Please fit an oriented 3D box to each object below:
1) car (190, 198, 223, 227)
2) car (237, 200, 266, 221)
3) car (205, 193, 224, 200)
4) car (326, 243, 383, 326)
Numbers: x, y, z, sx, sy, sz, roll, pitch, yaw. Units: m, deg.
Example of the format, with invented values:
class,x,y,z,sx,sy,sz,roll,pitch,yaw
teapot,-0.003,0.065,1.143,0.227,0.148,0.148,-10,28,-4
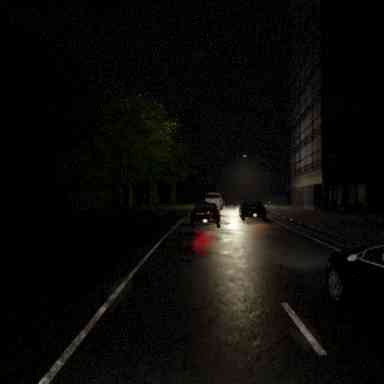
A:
class,x,y,z,sx,sy,sz,roll,pitch,yaw
car,0.937,1.425,22.062,1.837,1.490,4.892,0,1,4
car,4.778,1.418,26.580,1.837,1.490,4.892,0,0,5
car,2.709,1.168,40.710,2.150,2.045,5.566,0,0,7
car,3.698,1.466,5.067,2.128,1.511,4.902,0,0,1
